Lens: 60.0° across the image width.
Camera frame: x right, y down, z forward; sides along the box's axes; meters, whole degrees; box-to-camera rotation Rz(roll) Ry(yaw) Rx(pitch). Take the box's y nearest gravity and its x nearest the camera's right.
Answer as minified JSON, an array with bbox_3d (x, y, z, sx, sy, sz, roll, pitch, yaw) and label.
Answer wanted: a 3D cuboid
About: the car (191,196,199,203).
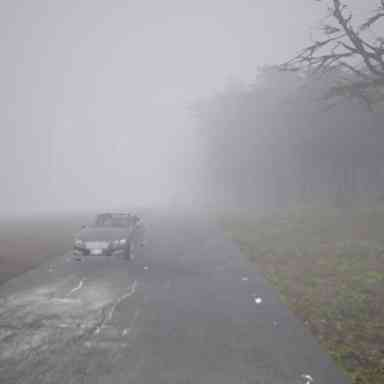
[{"bbox_3d":[0.868,1.966,90.528,2.097,1.767,4.553,0,-1,0],"label":"car"}]

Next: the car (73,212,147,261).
[{"bbox_3d":[-2.844,1.513,12.350,2.128,1.511,4.902,0,0,0],"label":"car"}]

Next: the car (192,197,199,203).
[{"bbox_3d":[0.866,2.000,84.554,1.882,1.535,5.008,0,-1,0],"label":"car"}]

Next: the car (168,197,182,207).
[{"bbox_3d":[-2.781,1.577,55.283,2.097,1.767,4.553,0,0,0],"label":"car"}]

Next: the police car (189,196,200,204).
[{"bbox_3d":[0.861,1.821,74.663,1.930,1.638,5.238,0,-1,0],"label":"police car"}]
